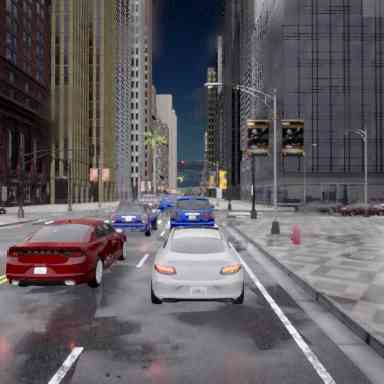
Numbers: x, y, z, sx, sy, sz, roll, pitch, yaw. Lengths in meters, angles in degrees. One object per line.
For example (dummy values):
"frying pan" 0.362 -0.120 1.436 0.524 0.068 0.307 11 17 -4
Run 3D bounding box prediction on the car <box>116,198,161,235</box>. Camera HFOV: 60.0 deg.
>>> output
"car" -3.136 1.390 18.619 2.097 1.767 4.553 0 0 0

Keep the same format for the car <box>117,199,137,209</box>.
"car" -9.810 1.776 50.877 2.033 1.411 5.357 0 0 0

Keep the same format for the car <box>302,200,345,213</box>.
"car" 15.213 1.660 38.635 4.313 1.339 1.947 0 0 -1

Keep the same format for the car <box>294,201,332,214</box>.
"car" 13.224 1.633 35.852 4.181 1.385 1.994 0 -1 -1

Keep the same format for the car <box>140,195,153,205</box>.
"car" -9.697 1.606 71.360 2.150 2.045 5.566 0 0 0

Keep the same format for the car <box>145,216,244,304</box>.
"car" 0.105 1.534 8.020 1.812 1.442 4.674 0 0 0

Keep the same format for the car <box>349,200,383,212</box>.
"car" 20.853 1.641 38.719 4.313 1.339 1.947 0 0 -1

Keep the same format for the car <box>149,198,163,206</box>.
"car" -6.525 1.802 60.630 1.837 1.490 4.892 0 0 1

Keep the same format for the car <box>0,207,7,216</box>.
"car" -20.317 1.729 32.203 4.181 1.385 1.994 0 -1 -1

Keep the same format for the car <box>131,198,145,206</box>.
"car" -9.774 1.824 60.786 1.812 1.442 4.674 0 0 1

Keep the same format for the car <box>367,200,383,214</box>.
"car" 21.778 1.566 35.977 4.674 1.442 1.812 0 -1 -1

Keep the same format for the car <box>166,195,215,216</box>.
"car" 0.039 1.256 17.722 2.150 2.045 5.566 0 0 1

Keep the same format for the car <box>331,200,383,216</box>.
"car" 15.337 1.575 30.112 4.206 1.307 1.802 0 0 -1

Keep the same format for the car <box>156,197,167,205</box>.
"car" -6.448 1.898 70.588 1.812 1.442 4.674 0 0 0

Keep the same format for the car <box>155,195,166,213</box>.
"car" -0.530 1.302 32.419 5.566 2.045 2.150 0 -1 -1

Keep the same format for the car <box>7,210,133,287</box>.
"car" -3.145 1.488 9.392 1.882 1.535 5.008 0 0 0

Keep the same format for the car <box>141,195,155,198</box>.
"car" -6.561 1.450 50.918 2.150 2.045 5.566 0 0 0
